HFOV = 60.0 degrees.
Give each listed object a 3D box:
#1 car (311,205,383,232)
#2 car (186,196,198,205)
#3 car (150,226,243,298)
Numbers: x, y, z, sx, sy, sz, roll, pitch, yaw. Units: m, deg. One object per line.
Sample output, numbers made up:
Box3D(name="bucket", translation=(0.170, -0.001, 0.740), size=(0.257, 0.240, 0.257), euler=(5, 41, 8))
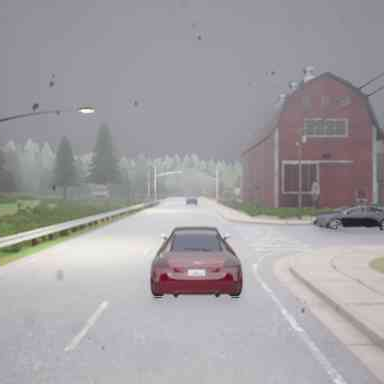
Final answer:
Box3D(name="car", translation=(9.618, 1.496, 19.665), size=(4.902, 1.511, 2.128), euler=(0, 0, 2))
Box3D(name="car", translation=(-0.012, 1.491, 57.196), size=(1.882, 1.535, 5.008), euler=(0, 0, 0))
Box3D(name="car", translation=(0.088, 1.566, 8.579), size=(1.994, 1.385, 4.181), euler=(0, 0, 0))
